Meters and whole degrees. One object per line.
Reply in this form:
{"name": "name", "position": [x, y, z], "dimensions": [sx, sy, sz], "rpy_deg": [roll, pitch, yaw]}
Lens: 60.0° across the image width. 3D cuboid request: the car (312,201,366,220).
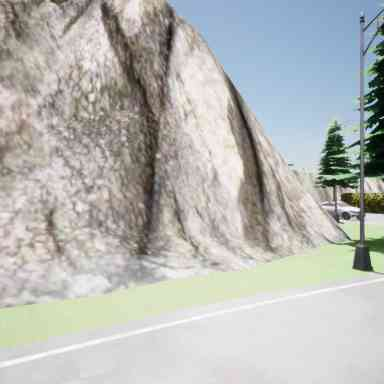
{"name": "car", "position": [12.314, 1.526, 28.216], "dimensions": [1.812, 1.442, 4.674], "rpy_deg": [0, 0, -26]}
